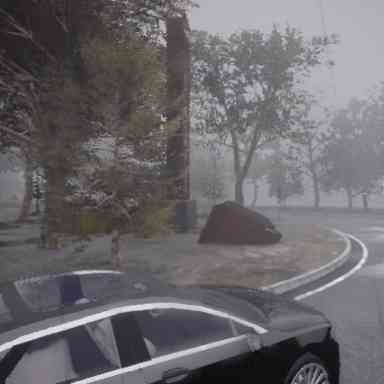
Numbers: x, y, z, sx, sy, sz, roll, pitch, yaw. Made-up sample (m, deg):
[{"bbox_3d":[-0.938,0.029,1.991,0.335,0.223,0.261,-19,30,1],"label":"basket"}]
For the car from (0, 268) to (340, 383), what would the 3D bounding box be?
[{"bbox_3d":[-0.646,1.486,2.956,4.902,1.511,2.128,0,0,-35],"label":"car"}]
